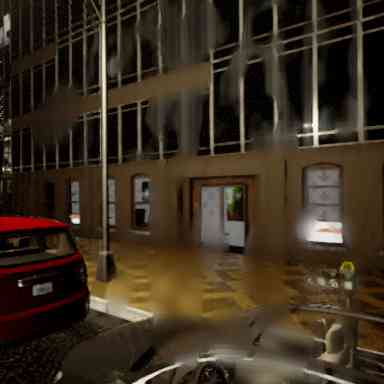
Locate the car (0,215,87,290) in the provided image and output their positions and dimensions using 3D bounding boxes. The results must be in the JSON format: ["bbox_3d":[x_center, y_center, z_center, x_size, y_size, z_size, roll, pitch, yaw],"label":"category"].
[{"bbox_3d":[-3.848,1.320,5.632,5.009,1.841,2.192,0,-1,36],"label":"car"}]

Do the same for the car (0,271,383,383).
[{"bbox_3d":[0.743,1.551,2.353,4.403,1.369,2.008,0,-1,36],"label":"car"}]
